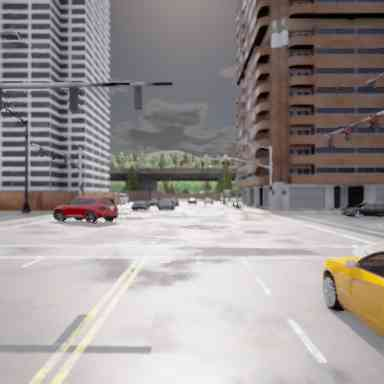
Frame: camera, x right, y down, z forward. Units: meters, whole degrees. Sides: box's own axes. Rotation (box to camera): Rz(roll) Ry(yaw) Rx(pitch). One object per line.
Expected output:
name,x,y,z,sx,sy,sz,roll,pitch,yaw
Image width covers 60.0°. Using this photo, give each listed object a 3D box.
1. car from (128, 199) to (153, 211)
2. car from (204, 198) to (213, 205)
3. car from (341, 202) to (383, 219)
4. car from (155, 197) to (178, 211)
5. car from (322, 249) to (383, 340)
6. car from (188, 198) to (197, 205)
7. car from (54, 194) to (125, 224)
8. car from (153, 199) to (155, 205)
car,-7.035,1.861,46.087,2.033,1.411,5.357,0,0,-1
car,3.563,1.932,71.262,1.812,1.442,4.674,0,0,0
car,16.559,1.717,31.209,4.892,1.490,1.837,0,0,0
car,-3.534,1.670,46.657,2.097,1.767,4.553,0,0,0
car,3.577,1.512,4.868,1.882,1.535,5.008,0,0,0
car,0.063,1.962,71.263,1.994,1.385,4.181,0,0,0
car,-8.497,1.403,26.594,5.566,2.045,2.150,0,-1,27
car,-6.967,1.986,62.279,1.994,1.385,4.181,0,0,1
